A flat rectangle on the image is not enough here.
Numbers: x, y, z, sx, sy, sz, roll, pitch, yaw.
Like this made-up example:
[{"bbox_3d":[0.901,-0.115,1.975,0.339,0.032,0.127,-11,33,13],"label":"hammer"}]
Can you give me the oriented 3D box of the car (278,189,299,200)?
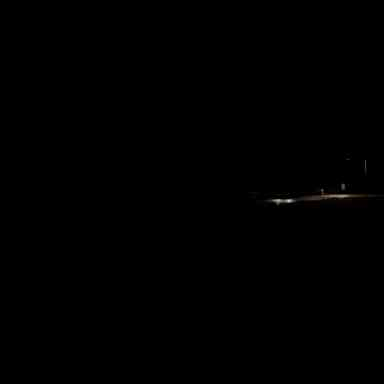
[{"bbox_3d":[14.395,0.297,49.560,1.882,1.535,5.008,0,1,36],"label":"car"}]
